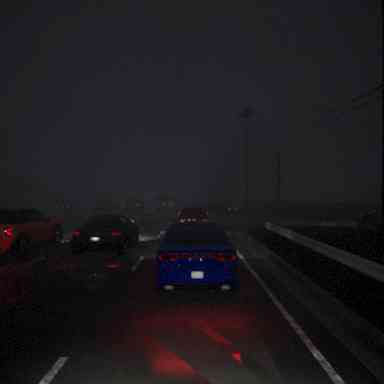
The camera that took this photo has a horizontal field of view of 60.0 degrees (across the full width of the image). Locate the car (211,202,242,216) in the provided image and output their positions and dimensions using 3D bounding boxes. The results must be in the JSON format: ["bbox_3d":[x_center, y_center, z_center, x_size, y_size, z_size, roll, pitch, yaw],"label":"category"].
[{"bbox_3d":[3.033,1.706,34.312,2.033,1.411,5.357,0,0,-26],"label":"car"}]

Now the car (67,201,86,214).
[{"bbox_3d":[-13.899,1.724,38.280,2.033,1.411,5.357,0,0,0],"label":"car"}]

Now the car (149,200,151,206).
[{"bbox_3d":[-6.904,1.810,62.034,1.812,1.442,4.674,0,0,0],"label":"car"}]

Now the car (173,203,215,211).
[{"bbox_3d":[0.101,1.645,21.091,2.033,1.411,5.357,0,0,0],"label":"car"}]

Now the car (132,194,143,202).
[{"bbox_3d":[-13.998,1.600,85.748,2.150,2.045,5.566,0,0,0],"label":"car"}]

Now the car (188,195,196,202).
[{"bbox_3d":[0.002,1.983,86.163,1.895,1.301,4.718,0,0,0],"label":"car"}]

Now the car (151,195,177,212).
[{"bbox_3d":[-3.399,1.416,41.885,2.150,2.045,5.566,0,0,0],"label":"car"}]

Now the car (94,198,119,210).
[{"bbox_3d":[-10.399,1.539,40.866,2.097,1.767,4.553,0,0,0],"label":"car"}]

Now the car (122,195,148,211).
[{"bbox_3d":[-6.898,1.533,39.660,2.097,1.767,4.553,0,0,0],"label":"car"}]

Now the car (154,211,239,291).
[{"bbox_3d":[0.100,1.520,9.163,1.882,1.535,5.008,0,0,0],"label":"car"}]

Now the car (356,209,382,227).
[{"bbox_3d":[13.645,1.579,22.010,5.008,1.535,1.882,0,0,34],"label":"car"}]

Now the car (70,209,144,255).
[{"bbox_3d":[-3.400,1.628,13.674,1.994,1.385,4.181,0,0,0],"label":"car"}]

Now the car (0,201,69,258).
[{"bbox_3d":[-6.900,1.414,13.187,2.097,1.767,4.553,0,0,0],"label":"car"}]

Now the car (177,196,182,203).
[{"bbox_3d":[-3.398,1.848,61.843,1.994,1.385,4.181,0,0,0],"label":"car"}]
